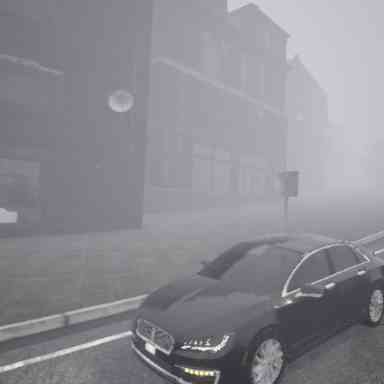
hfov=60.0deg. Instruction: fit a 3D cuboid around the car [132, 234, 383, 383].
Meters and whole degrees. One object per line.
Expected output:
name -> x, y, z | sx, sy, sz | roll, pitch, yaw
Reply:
car -> 1.404, 1.503, 5.310 | 4.892, 1.490, 1.837 | -1, 0, -39
